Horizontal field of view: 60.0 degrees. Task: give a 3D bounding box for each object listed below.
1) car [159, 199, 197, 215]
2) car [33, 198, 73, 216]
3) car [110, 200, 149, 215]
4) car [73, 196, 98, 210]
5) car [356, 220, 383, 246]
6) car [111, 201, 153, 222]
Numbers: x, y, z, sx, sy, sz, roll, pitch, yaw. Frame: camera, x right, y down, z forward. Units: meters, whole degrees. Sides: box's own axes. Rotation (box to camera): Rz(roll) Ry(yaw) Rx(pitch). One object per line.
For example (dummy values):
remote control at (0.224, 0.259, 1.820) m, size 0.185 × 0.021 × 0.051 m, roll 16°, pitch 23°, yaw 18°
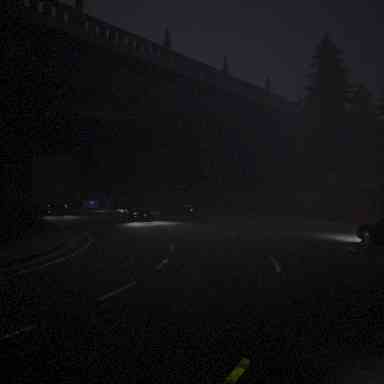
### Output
car at (-1.508, 1.501, 34.177) m, size 1.837 × 1.490 × 4.892 m, roll 0°, pitch -1°, yaw -38°
car at (-13.755, 1.352, 32.056) m, size 2.097 × 1.767 × 4.553 m, roll 0°, pitch 0°, yaw -45°
car at (-6.615, 1.600, 34.834) m, size 1.895 × 1.301 × 4.718 m, roll 0°, pitch 0°, yaw -42°
car at (-13.767, 1.352, 42.035) m, size 4.553 × 1.767 × 2.097 m, roll 0°, pitch 0°, yaw 44°
car at (8.188, 1.545, 12.294) m, size 2.033 × 1.411 × 5.357 m, roll 0°, pitch 0°, yaw 0°
car at (-4.823, 1.504, 26.578) m, size 1.837 × 1.490 × 4.892 m, roll 1°, pitch 0°, yaw -34°
